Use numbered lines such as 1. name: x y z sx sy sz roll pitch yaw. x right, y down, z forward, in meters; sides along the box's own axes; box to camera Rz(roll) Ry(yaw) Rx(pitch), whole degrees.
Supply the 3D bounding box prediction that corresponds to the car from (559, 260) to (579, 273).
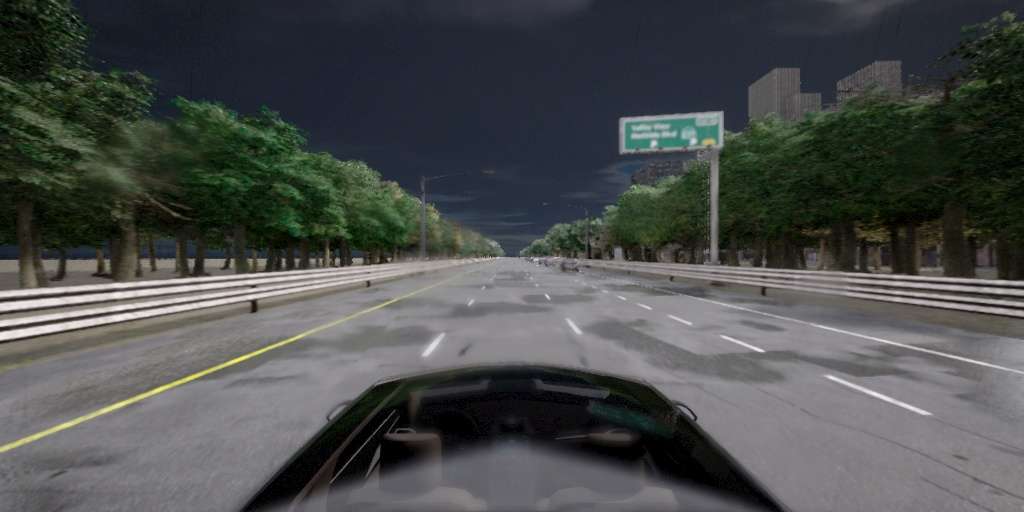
1. car: 7.009 1.246 44.454 2.128 1.511 4.902 0 0 0
